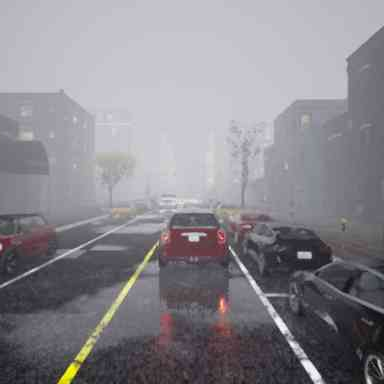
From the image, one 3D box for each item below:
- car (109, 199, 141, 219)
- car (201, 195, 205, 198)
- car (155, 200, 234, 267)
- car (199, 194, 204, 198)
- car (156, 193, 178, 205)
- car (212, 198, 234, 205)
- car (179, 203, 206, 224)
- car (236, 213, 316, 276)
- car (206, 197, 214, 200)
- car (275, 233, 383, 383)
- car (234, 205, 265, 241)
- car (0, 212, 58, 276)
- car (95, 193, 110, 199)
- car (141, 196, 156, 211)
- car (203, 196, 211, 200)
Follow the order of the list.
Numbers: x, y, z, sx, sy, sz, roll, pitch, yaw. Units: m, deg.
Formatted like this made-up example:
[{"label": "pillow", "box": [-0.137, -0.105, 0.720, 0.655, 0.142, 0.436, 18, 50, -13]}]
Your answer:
[{"label": "car", "box": [-5.755, 1.465, 28.123, 1.752, 1.417, 4.829, 1, 0, 0]}, {"label": "car", "box": [2.823, 1.479, 51.279, 1.802, 1.307, 4.206, 0, 0, 0]}, {"label": "car", "box": [0.065, 1.327, 11.486, 2.097, 1.767, 4.553, 0, 0, 0]}, {"label": "car", "box": [2.821, 1.426, 60.281, 1.887, 1.381, 4.507, 0, 0, 0]}, {"label": "car", "box": [-3.093, 1.133, 44.369, 2.150, 2.045, 5.566, 0, 0, 0]}, {"label": "car", "box": [2.755, 1.468, 26.512, 1.752, 1.417, 4.829, 0, 0, 0]}, {"label": "car", "box": [0.060, 1.546, 25.521, 1.895, 1.301, 4.718, 0, 0, 0]}, {"label": "car", "box": [2.696, 1.544, 10.048, 1.947, 1.339, 4.313, 0, 0, 0]}, {"label": "car", "box": [2.795, 1.478, 34.732, 2.008, 1.369, 4.403, 0, 0, 0]}, {"label": "car", "box": [2.696, 1.556, 4.515, 1.947, 1.339, 4.313, 0, 0, 0]}, {"label": "car", "box": [2.703, 1.511, 15.275, 1.887, 1.381, 4.507, 0, 0, 0]}, {"label": "car", "box": [-5.683, 1.418, 10.049, 1.967, 1.590, 4.097, 1, 0, 0]}, {"label": "car", "box": [-20.002, 1.023, 73.615, 4.507, 1.381, 1.887, 1, -2, -1]}, {"label": "car", "box": [-5.810, 1.469, 39.359, 2.008, 1.369, 4.403, 0, 0, 0]}, {"label": "car", "box": [2.823, 1.479, 42.277, 1.947, 1.339, 4.313, 0, 0, 0]}]
